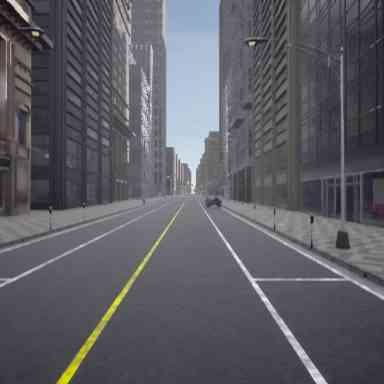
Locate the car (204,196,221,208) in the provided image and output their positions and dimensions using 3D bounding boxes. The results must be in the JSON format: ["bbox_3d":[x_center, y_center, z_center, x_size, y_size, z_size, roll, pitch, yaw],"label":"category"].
[{"bbox_3d":[3.145,1.464,48.633,1.837,1.490,4.892,0,0,0],"label":"car"}]

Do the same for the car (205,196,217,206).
[{"bbox_3d":[3.145,1.459,55.633,1.837,1.490,4.892,0,0,0],"label":"car"}]
